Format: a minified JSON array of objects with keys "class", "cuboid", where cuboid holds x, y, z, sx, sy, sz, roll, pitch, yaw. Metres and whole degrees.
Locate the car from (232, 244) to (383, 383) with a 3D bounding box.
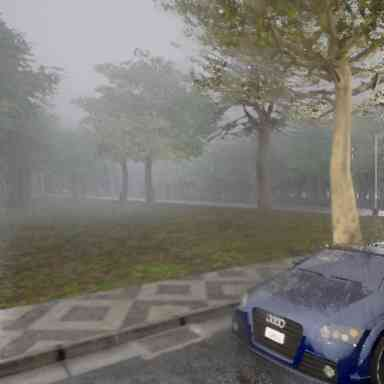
[{"class":"car","cuboid":[2.639,1.572,5.206,4.181,1.385,1.994,0,0,-35]}]
